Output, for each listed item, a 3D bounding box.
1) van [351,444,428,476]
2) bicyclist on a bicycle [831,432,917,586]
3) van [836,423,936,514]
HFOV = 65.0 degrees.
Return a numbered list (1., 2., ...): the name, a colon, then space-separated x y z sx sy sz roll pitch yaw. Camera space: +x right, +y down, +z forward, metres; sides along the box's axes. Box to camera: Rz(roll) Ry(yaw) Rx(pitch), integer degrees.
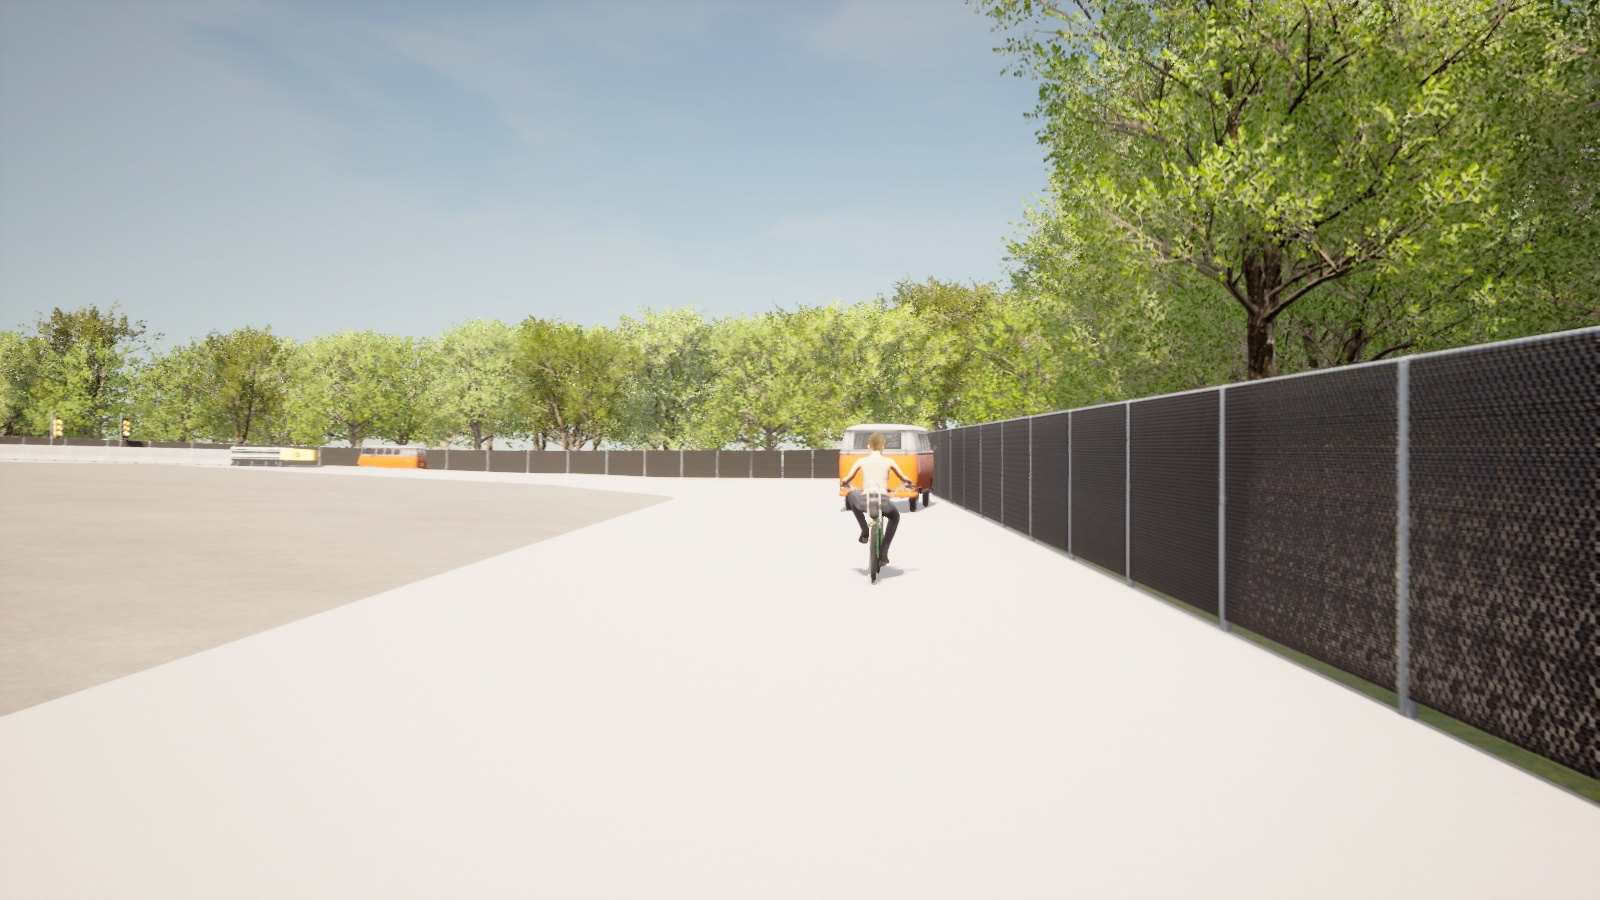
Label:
1. van: -26.878 0.654 82.289 4.442 1.987 1.775 1 -2 8
2. bicyclist on a bicycle: 0.848 0.620 13.994 0.866 1.612 1.509 0 0 6
3. van: 2.118 0.387 29.747 1.775 1.987 4.442 0 0 12
